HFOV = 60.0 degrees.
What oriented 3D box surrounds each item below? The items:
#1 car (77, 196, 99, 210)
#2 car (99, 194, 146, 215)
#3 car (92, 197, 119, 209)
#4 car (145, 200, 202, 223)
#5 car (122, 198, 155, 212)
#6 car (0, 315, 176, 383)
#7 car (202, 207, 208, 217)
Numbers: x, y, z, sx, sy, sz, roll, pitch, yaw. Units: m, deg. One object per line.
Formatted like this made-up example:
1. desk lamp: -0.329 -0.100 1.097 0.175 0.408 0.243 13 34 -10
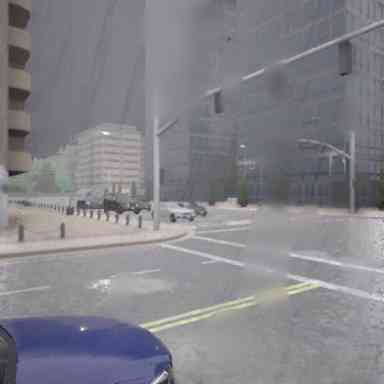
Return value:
1. car: -12.895 1.315 41.874 2.097 1.767 4.553 0 0 -35
2. car: -7.169 1.185 33.692 2.150 2.045 5.566 0 0 -36
3. car: -12.251 1.460 47.075 2.128 1.511 4.902 0 0 -35
4. car: -1.555 1.489 25.811 1.812 1.442 4.674 0 0 -35
5. car: -6.291 1.473 38.534 1.837 1.490 4.892 0 0 -35
6. car: -2.270 1.524 2.133 4.674 1.442 1.812 0 0 -35
7. car: -0.505 1.494 30.372 1.812 1.442 4.674 0 0 -36
